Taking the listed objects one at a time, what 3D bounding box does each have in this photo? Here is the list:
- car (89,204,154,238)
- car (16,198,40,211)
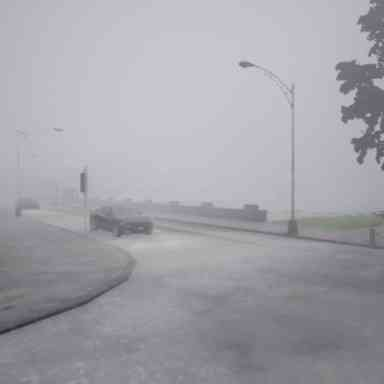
[{"bbox_3d":[-3.826,1.416,17.592,1.882,1.535,5.008,0,1,-36],"label":"car"},{"bbox_3d":[-18.898,1.373,38.270,1.994,1.385,4.181,0,0,-36],"label":"car"}]
